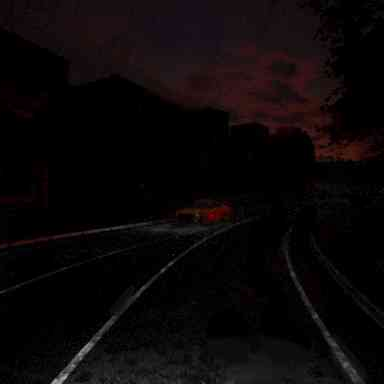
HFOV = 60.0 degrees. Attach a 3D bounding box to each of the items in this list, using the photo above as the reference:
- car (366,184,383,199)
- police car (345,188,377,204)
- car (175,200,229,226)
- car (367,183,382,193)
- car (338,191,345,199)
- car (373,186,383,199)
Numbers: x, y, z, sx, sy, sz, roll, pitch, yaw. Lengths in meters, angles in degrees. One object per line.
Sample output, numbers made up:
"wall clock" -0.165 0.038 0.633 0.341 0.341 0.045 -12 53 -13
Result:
"car" 28.700 0.148 51.544 2.150 2.045 5.566 0 1 38
"police car" 22.275 0.625 43.799 1.930 1.638 5.238 -1 1 41
"car" 0.795 1.290 22.201 1.882 1.535 5.008 0 1 31
"car" 40.178 -0.832 73.201 2.150 2.045 5.566 0 3 21
"car" 25.817 0.516 55.388 1.895 1.301 4.718 0 2 38
"car" 32.354 -0.035 56.509 2.150 2.045 5.566 0 2 35
